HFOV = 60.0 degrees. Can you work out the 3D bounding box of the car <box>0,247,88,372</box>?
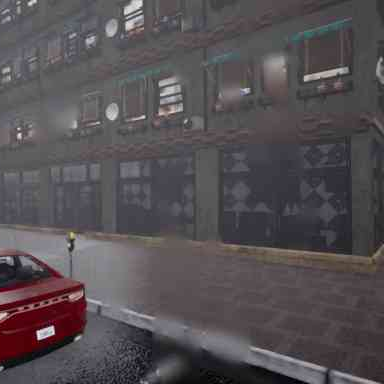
[{"bbox_3d":[-3.557,1.546,5.267,4.507,1.381,1.887,0,-1,36],"label":"car"}]
